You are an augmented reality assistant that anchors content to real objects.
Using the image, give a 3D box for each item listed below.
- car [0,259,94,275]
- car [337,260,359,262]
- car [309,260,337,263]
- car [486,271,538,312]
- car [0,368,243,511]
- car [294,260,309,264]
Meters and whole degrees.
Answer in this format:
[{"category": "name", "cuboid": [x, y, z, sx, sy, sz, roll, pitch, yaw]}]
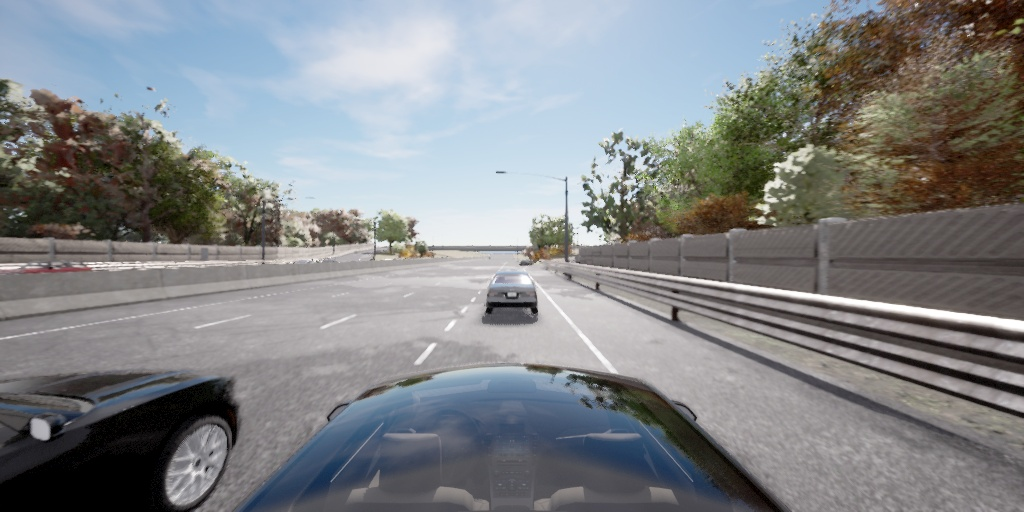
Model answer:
[{"category": "car", "cuboid": [-31.575, 1.076, 24.273, 2.097, 1.767, 4.553, 0, 0, 0]}, {"category": "car", "cuboid": [-21.013, 1.283, 47.847, 1.994, 1.385, 4.181, 0, 0, 1]}, {"category": "car", "cuboid": [-24.512, 1.227, 48.026, 1.837, 1.490, 4.892, 0, 0, 0]}, {"category": "car", "cuboid": [-0.001, 1.279, 13.988, 2.033, 1.411, 5.357, 0, 0, 0]}, {"category": "car", "cuboid": [-3.398, 1.229, 1.231, 1.882, 1.535, 5.008, 0, 0, 0]}, {"category": "car", "cuboid": [-28.006, 1.244, 48.422, 1.812, 1.442, 4.674, 0, 0, 0]}]
